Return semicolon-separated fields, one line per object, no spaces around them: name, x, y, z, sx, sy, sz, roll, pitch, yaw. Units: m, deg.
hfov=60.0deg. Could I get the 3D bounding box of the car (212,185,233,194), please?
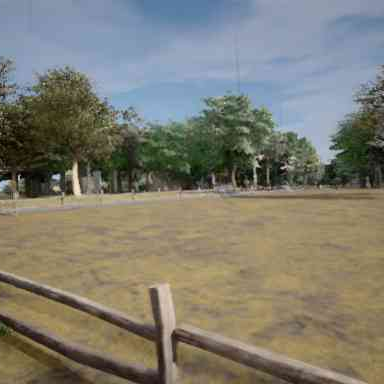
car;5.494;-0.401;59.602;2.097;1.767;4.553;-2;0;35
